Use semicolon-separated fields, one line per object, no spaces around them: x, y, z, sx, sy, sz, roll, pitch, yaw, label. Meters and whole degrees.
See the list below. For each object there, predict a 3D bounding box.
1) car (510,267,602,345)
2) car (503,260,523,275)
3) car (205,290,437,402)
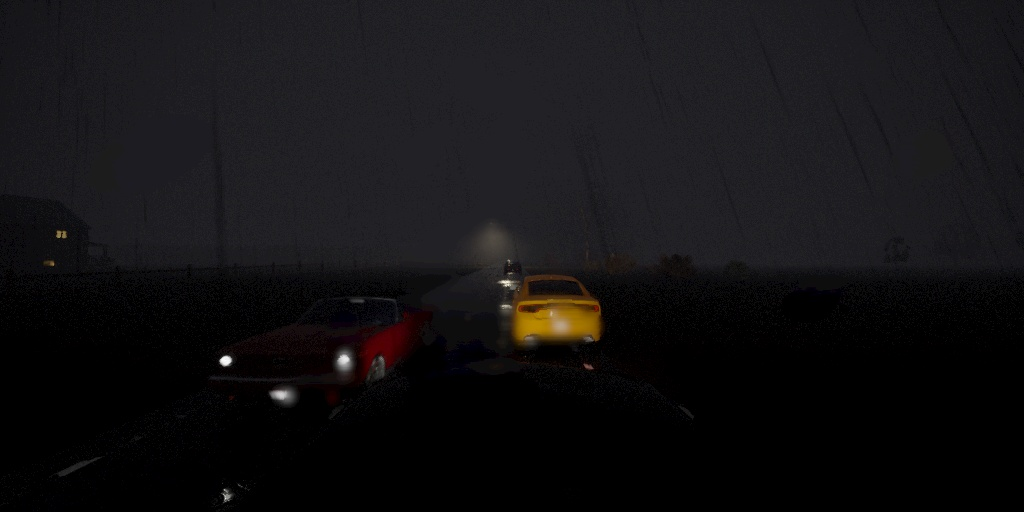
0.967;1.226;9.515;1.882;1.535;5.008;0;0;0;car
0.104;1.233;39.177;2.128;1.511;4.902;0;0;0;car
-2.747;1.350;6.482;1.895;1.301;4.718;0;0;0;car
